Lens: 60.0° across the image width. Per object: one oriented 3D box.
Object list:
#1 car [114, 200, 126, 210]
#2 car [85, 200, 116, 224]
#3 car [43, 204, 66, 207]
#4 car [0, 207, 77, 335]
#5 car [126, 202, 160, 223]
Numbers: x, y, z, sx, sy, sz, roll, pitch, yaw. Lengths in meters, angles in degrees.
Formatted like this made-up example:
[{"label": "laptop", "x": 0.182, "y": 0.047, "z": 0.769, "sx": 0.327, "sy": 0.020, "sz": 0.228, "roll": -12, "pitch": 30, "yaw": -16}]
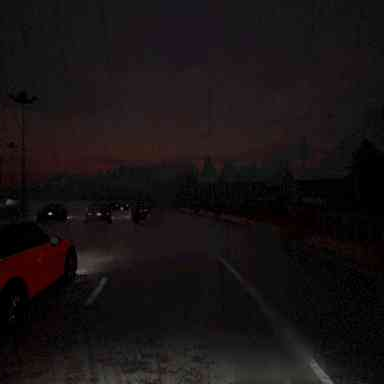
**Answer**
[{"label": "car", "x": -9.278, "y": 1.657, "z": 41.666, "sx": 1.895, "sy": 1.301, "sz": 4.718, "roll": 0, "pitch": 0, "yaw": -24}, {"label": "car", "x": -7.165, "y": 1.591, "z": 25.532, "sx": 2.033, "sy": 1.411, "sz": 5.357, "roll": 0, "pitch": 0, "yaw": -15}, {"label": "car", "x": -11.354, "y": 1.636, "z": 27.224, "sx": 1.994, "sy": 1.385, "sz": 4.181, "roll": 0, "pitch": 0, "yaw": -16}, {"label": "car", "x": -3.962, "y": 1.371, "z": 6.867, "sx": 2.097, "sy": 1.767, "sz": 4.553, "roll": 0, "pitch": 0, "yaw": -4}, {"label": "car", "x": -3.651, "y": 1.513, "z": 25.672, "sx": 2.128, "sy": 1.511, "sz": 4.902, "roll": 0, "pitch": 0, "yaw": -15}]
